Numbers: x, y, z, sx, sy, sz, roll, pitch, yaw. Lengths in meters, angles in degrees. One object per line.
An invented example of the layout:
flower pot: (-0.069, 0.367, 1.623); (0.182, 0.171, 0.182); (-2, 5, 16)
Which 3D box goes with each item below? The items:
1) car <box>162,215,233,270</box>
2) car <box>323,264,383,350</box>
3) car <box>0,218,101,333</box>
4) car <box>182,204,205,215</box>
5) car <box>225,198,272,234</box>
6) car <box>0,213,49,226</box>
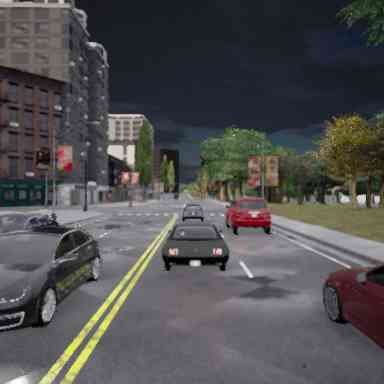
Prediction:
car: (0.098, 1.683, 11.352); (1.895, 1.301, 4.718); (0, 0, 0)
car: (3.349, 1.558, 4.299); (1.812, 1.442, 4.674); (0, 0, 0)
car: (-3.352, 1.557, 7.167); (1.837, 1.490, 4.892); (0, 0, 0)
car: (0.095, 1.750, 28.576); (2.033, 1.411, 5.357); (0, 0, 0)
car: (3.346, 1.368, 20.529); (2.150, 2.045, 5.566); (0, 0, 0)
car: (-6.601, 1.582, 12.482); (2.128, 1.511, 4.902); (0, 0, 0)
